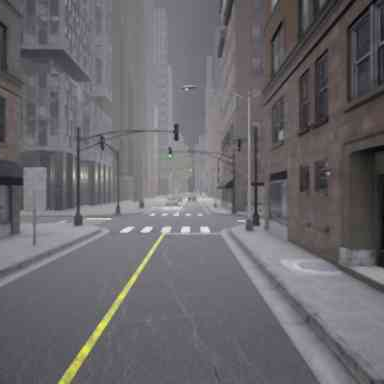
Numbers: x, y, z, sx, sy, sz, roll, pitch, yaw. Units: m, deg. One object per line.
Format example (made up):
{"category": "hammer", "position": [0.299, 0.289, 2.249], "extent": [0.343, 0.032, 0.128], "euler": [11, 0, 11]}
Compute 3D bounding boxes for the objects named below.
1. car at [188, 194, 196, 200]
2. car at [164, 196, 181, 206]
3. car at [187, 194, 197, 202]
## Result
{"category": "car", "position": [0.001, 1.137, 79.750], "extent": [1.812, 1.442, 4.674], "euler": [0, 0, 0]}
{"category": "car", "position": [-3.069, 1.471, 50.091], "extent": [1.895, 1.301, 4.718], "euler": [0, 0, 0]}
{"category": "car", "position": [0.001, 1.331, 69.328], "extent": [2.128, 1.511, 4.902], "euler": [0, 0, 0]}
